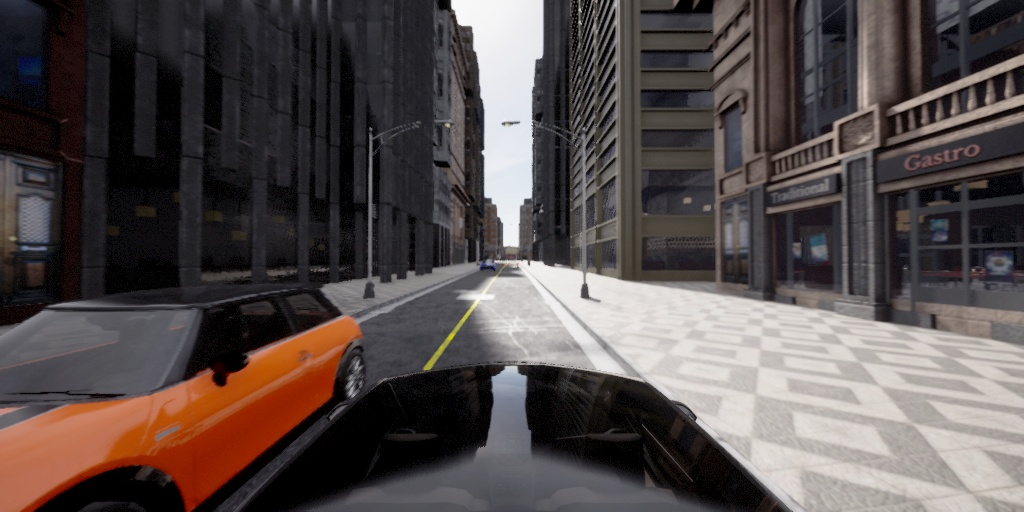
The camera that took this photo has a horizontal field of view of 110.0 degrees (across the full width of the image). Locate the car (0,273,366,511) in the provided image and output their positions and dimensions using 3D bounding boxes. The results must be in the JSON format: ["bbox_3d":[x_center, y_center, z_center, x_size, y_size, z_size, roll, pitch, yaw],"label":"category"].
[{"bbox_3d":[-3.100,1.099,3.125,2.097,1.767,4.553,0,0,0],"label":"car"}]

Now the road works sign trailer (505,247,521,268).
[{"bbox_3d":[-0.013,0.183,61.069,2.380,3.560,2.880,0,0,0],"label":"road works sign trailer"}]

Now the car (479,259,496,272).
[{"bbox_3d":[-3.085,1.181,46.185,1.882,1.535,5.008,0,0,0],"label":"car"}]
